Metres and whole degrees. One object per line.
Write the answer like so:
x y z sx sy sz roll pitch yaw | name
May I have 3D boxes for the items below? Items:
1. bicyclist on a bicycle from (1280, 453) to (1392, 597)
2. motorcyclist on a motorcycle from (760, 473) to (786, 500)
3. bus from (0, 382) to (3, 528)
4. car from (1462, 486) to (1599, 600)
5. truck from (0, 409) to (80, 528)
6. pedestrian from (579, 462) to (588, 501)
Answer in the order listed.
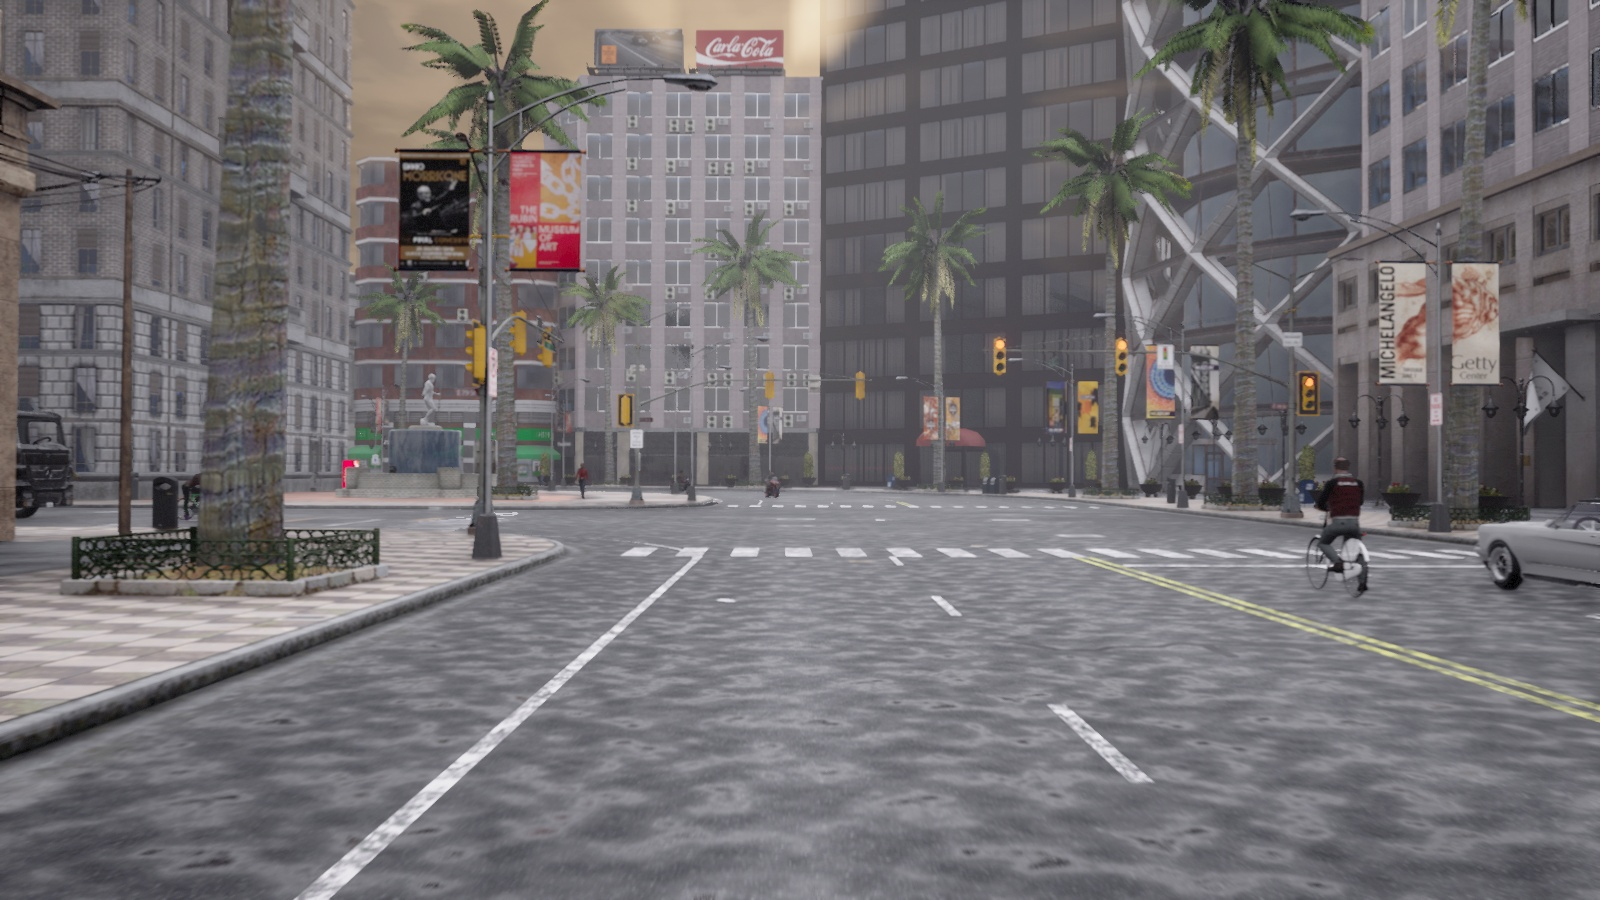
6.958 0.932 16.398 0.659 1.776 1.843 0 -1 0 | bicyclist on a bicycle
-1.555 2.067 72.354 0.866 1.530 2.191 0 -1 -19 | motorcyclist on a motorcycle
-28.335 0.130 34.546 10.273 4.253 3.944 0 -1 0 | bus
10.445 1.135 15.654 1.895 1.301 4.718 0 -1 0 | car
-26.639 0.576 38.058 7.936 3.462 2.891 0 -1 0 | truck
-10.453 1.529 60.684 0.331 1.846 0.636 0 -1 -1 | pedestrian
